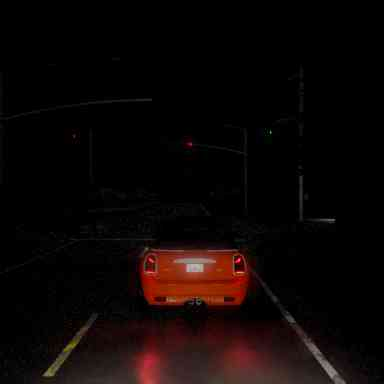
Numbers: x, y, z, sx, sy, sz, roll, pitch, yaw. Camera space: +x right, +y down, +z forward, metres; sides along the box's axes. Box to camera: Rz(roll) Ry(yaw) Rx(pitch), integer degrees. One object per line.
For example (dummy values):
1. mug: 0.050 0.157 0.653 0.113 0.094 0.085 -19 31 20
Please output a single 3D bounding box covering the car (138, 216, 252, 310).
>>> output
1. car: 0.058 1.352 7.954 2.097 1.767 4.553 0 0 0
